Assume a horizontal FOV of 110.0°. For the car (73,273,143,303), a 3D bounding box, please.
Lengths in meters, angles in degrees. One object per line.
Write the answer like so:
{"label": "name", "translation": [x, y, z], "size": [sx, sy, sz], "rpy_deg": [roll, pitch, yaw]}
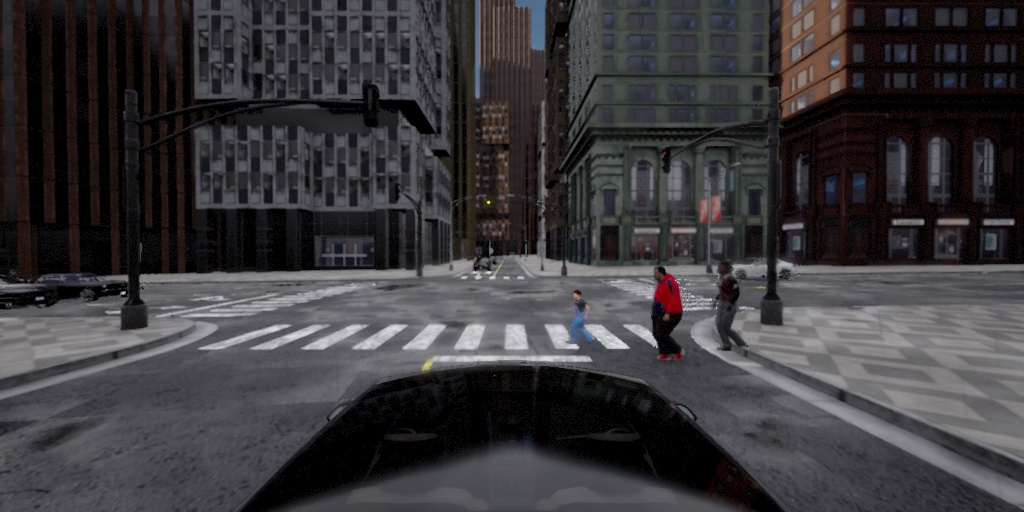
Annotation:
{"label": "car", "translation": [-20.680, 1.475, 17.040], "size": [4.718, 1.301, 1.895], "rpy_deg": [-1, 1, 0]}

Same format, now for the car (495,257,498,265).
{"label": "car", "translation": [-3.353, 0.688, 57.393], "size": [1.837, 1.490, 4.892], "rpy_deg": [0, 0, 0]}

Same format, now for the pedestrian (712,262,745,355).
{"label": "pedestrian", "translation": [4.303, 0.990, 7.188], "size": [0.375, 1.860, 0.375], "rpy_deg": [0, 1, 0]}

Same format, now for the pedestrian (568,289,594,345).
{"label": "pedestrian", "translation": [1.494, 1.267, 7.784], "size": [0.375, 1.300, 0.375], "rpy_deg": [0, 1, 0]}

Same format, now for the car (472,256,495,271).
{"label": "car", "translation": [-3.240, 0.882, 39.596], "size": [1.837, 1.490, 4.892], "rpy_deg": [0, 0, 0]}

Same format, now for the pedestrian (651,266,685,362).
{"label": "pedestrian", "translation": [2.846, 0.998, 6.587], "size": [0.375, 1.860, 0.375], "rpy_deg": [0, 1, 0]}

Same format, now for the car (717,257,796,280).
{"label": "car", "translation": [16.197, 0.810, 23.823], "size": [4.674, 1.442, 1.812], "rpy_deg": [-1, 1, 0]}

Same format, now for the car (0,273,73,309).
{"label": "car", "translation": [-20.664, 1.398, 13.789], "size": [5.008, 1.535, 1.882], "rpy_deg": [-1, 1, 0]}
